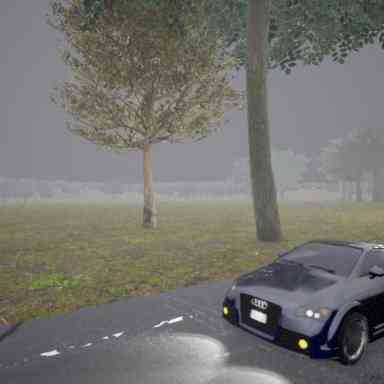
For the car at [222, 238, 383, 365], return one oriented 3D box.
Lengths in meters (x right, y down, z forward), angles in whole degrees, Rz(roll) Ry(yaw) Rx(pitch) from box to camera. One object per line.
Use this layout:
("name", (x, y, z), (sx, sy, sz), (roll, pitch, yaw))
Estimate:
("car", (2.551, 1.562, 5.844), (4.181, 1.385, 1.994), (0, 0, -36))
